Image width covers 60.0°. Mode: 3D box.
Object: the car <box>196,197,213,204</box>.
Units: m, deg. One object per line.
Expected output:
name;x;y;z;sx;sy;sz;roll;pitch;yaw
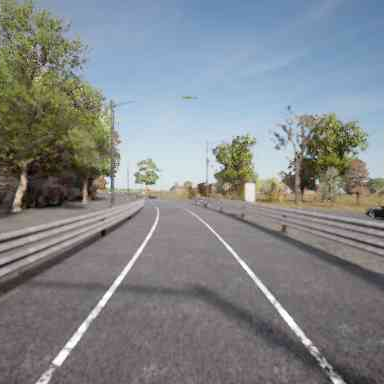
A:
car;2.339;1.606;65.995;1.895;1.301;4.718;1;0;-23

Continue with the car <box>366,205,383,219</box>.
car;17.661;1.737;29.074;1.837;1.490;4.892;0;0;-23
